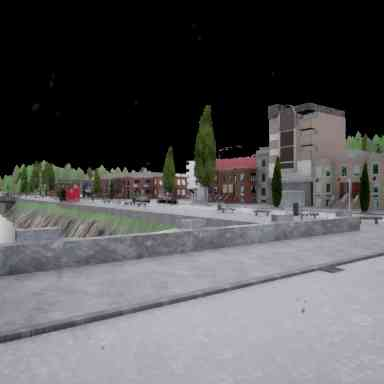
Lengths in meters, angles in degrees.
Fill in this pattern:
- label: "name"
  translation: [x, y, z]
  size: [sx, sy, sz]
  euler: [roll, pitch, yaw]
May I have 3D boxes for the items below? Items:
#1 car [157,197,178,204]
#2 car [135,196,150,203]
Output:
- label: "car"
  translation: [-4.574, 1.601, 60.735]
  size: [1.895, 1.301, 4.718]
  euler: [0, 0, -35]
- label: "car"
  translation: [-10.377, 1.561, 68.869]
  size: [1.994, 1.385, 4.181]
  euler: [0, 0, -35]
